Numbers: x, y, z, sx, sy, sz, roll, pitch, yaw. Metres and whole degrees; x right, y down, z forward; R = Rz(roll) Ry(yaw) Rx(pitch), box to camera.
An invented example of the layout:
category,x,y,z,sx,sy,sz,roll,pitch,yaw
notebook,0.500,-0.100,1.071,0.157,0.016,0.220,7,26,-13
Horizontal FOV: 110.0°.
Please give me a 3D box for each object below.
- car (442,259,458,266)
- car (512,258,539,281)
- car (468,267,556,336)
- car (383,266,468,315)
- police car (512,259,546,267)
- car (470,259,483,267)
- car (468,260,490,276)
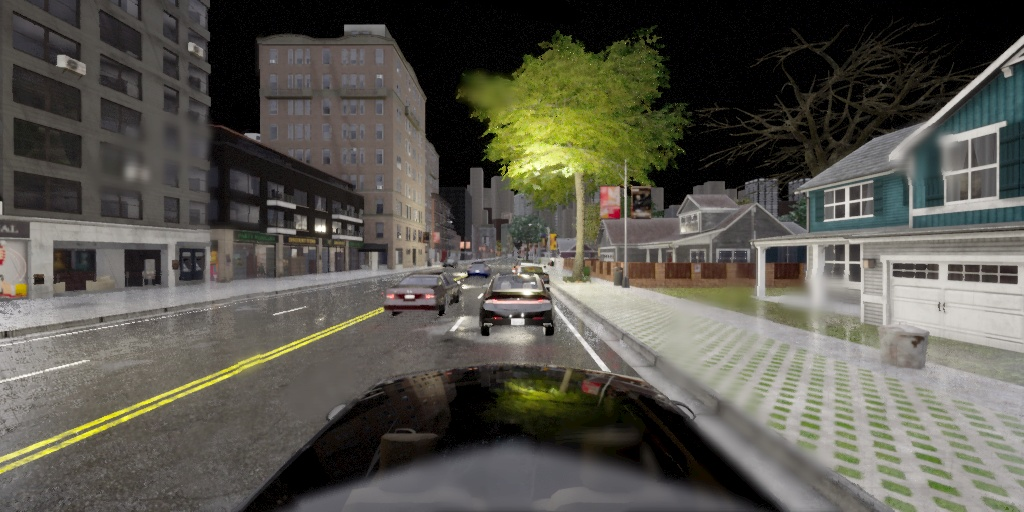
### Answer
category,x,y,z,sx,sy,sz,roll,pitch,yaw
car,-9.611,1.184,55.778,1.882,1.535,5.008,0,0,0
car,1.094,1.082,30.457,2.097,1.767,4.553,0,0,0
car,0.134,1.239,10.348,2.128,1.511,4.902,0,0,0
car,-3.112,1.293,13.475,2.033,1.411,5.357,0,0,0
police car,1.053,1.165,20.597,1.930,1.638,5.238,0,0,0
car,-6.281,1.299,63.939,1.895,1.301,4.718,0,0,1
car,-3.018,1.291,33.463,1.994,1.385,4.181,0,0,0
